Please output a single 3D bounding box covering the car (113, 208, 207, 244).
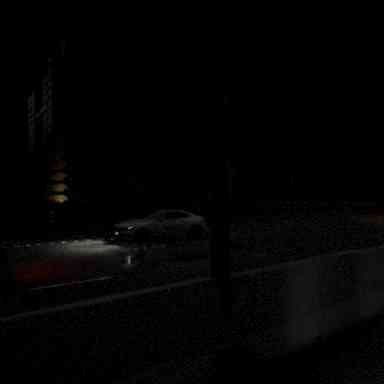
[{"bbox_3d":[-1.389,1.533,15.900,4.674,1.442,1.812,0,0,-35],"label":"car"}]

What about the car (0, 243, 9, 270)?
[{"bbox_3d":[-6.971,1.599,7.618,4.718,1.301,1.895,0,0,-36],"label":"car"}]
